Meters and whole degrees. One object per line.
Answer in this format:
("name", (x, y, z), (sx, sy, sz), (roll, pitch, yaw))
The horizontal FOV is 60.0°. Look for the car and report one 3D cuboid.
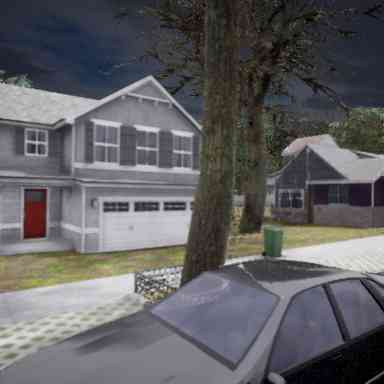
("car", (0.871, 1.554, 3.687), (5.357, 1.411, 2.033), (0, 0, -35))
